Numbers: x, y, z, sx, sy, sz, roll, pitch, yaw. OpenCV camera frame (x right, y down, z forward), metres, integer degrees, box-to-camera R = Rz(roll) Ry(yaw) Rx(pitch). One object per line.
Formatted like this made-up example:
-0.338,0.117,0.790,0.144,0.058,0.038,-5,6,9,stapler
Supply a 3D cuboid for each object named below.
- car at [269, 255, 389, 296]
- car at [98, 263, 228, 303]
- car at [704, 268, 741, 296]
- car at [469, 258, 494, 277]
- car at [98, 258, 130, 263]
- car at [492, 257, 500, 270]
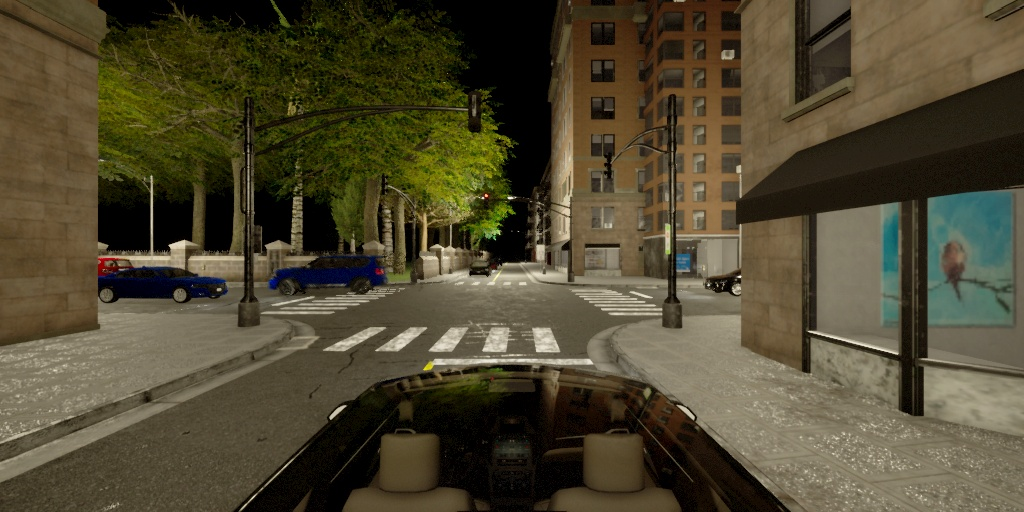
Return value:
-9.448,0.963,18.931,5.566,2.045,2.150,0,1,-13,car
-15.472,1.212,15.883,5.008,1.535,1.882,0,0,0,car
12.689,1.271,18.705,4.892,1.490,1.837,0,0,1,car
-3.055,1.205,34.890,1.882,1.535,5.008,0,0,0,car
-25.923,1.035,21.800,5.009,1.841,2.192,0,0,1,car
-3.029,1.263,49.426,1.994,1.385,4.181,0,0,0,car
